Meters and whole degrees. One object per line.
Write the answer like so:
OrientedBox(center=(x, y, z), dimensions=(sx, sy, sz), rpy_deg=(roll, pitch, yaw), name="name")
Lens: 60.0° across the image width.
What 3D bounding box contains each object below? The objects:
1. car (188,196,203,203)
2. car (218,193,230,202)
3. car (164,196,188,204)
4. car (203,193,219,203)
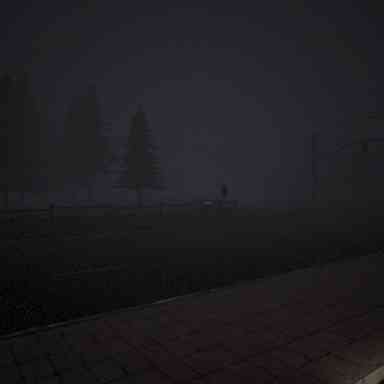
OrientedBox(center=(-0.441, 1.482, 65.153), dimensions=(1.812, 1.442, 4.674), rpy_deg=(0, 0, -34), name="car")
OrientedBox(center=(5.395, 1.174, 69.071), dimensions=(2.150, 2.045, 5.566), rpy_deg=(0, 0, -35), name="car")
OrientedBox(center=(-3.346, 1.562, 63.183), dimensions=(1.895, 1.301, 4.718), rpy_deg=(0, 0, -34), name="car")
OrientedBox(center=(2.480, 1.497, 67.124), dimensions=(2.033, 1.411, 5.357), rpy_deg=(0, 0, -35), name="car")
